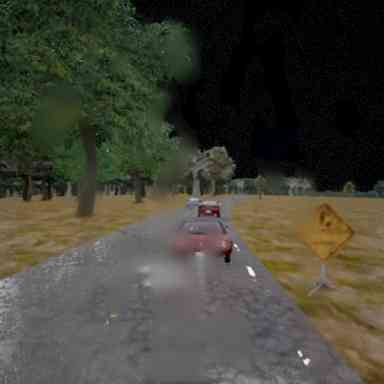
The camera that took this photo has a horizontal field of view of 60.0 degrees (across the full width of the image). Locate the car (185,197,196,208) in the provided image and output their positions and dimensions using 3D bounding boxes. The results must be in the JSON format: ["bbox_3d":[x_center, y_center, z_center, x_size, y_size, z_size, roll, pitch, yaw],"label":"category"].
[{"bbox_3d":[0.315,1.479,46.352,1.812,1.442,4.674,0,0,8],"label":"car"}]

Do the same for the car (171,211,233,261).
[{"bbox_3d":[0.386,1.606,12.217,1.895,1.301,4.718,0,0,3],"label":"car"}]

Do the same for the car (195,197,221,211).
[{"bbox_3d":[1.600,1.466,30.177,1.882,1.535,5.008,0,0,5],"label":"car"}]

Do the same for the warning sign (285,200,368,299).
[{"bbox_3d":[2.751,1.123,6.978,1.300,1.860,1.060,1,0,1],"label":"warning sign"}]
